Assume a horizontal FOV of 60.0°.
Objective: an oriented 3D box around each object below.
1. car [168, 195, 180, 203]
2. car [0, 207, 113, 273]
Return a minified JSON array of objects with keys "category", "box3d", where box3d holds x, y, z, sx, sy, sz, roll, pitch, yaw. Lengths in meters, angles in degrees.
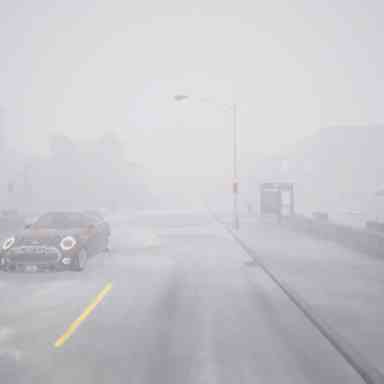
[{"category":"car","box3d":[-3.978,1.503,70.176,1.812,1.442,4.674,0,0,0]},{"category":"car","box3d":[-4.067,1.348,10.714,2.097,1.767,4.553,0,0,0]}]
